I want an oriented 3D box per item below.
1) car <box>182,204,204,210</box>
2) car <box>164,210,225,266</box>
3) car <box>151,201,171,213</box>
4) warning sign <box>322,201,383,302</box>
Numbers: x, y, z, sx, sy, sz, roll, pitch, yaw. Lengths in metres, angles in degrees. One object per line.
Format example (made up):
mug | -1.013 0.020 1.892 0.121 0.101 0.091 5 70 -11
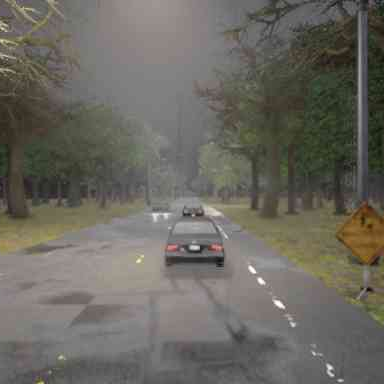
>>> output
car | 0.096 1.703 30.375 1.895 1.301 4.718 0 0 0
car | 0.082 1.576 11.577 2.033 1.411 5.357 0 0 0
car | -3.587 1.731 39.209 1.994 1.385 4.181 0 -1 0
warning sign | 3.528 1.131 6.767 1.300 1.860 1.060 -1 -2 0
